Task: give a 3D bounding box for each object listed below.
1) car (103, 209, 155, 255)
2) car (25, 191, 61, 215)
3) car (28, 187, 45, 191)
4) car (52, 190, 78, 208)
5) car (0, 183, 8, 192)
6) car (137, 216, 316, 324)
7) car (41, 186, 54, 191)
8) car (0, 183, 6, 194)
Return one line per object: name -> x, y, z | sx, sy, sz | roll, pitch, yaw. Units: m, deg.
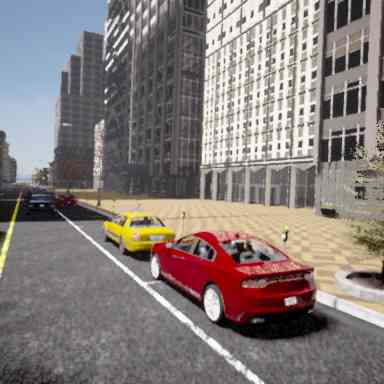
car -> -2.105, 1.307, 12.259 | 1.752, 1.417, 4.829 | 1, 1, -27
car -> -11.133, 0.891, 24.400 | 2.033, 1.411, 5.357 | 1, 1, -27
car -> -20.319, 0.387, 42.633 | 1.994, 1.385, 4.181 | 1, 1, -27
car -> -12.188, 0.758, 32.255 | 1.887, 1.381, 4.507 | 1, 1, -27
car -> -45.047, -1.116, 78.818 | 2.192, 1.841, 5.009 | 1, 1, -27
car -> 0.511, 1.474, 7.071 | 1.887, 1.381, 4.507 | 1, 1, -27
car -> -22.347, 0.187, 52.402 | 2.008, 1.369, 4.403 | 1, 1, -27
car -> -37.430, -0.679, 63.711 | 2.192, 1.841, 5.009 | 1, 1, -27
